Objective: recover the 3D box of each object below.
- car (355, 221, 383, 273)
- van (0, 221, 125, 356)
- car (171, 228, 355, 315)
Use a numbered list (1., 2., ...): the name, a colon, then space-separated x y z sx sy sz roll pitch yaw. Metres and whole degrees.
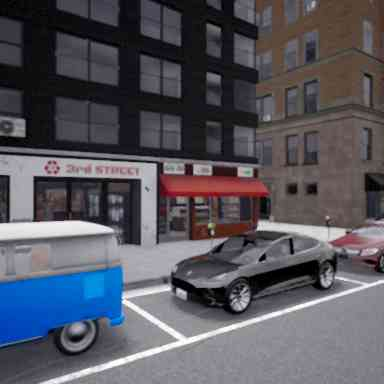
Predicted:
1. car: 6.083 1.636 10.793 4.206 1.307 1.802 0 0 -35
2. van: -2.917 1.341 4.465 3.998 1.788 1.690 0 0 -35
3. car: 1.583 1.593 7.629 4.313 1.339 1.947 0 0 -35
